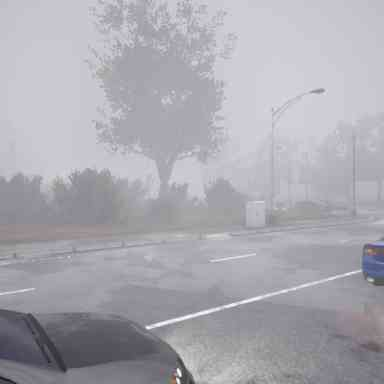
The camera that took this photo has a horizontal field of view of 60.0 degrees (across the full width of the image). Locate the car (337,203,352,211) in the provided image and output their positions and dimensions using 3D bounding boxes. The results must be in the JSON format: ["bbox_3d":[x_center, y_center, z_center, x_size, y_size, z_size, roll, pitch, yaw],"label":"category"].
[{"bbox_3d":[16.534,1.601,39.921,1.895,1.301,4.718,0,0,-33],"label":"car"}]

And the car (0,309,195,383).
[{"bbox_3d":[-1.975,1.564,2.329,4.181,1.385,1.994,0,0,-36],"label":"car"}]

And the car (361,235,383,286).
[{"bbox_3d":[6.159,1.478,8.178,5.008,1.535,1.882,0,0,-36],"label":"car"}]

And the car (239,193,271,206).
[{"bbox_3d":[8.068,1.214,46.669,2.150,2.045,5.566,0,0,-33],"label":"car"}]

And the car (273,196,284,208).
[{"bbox_3d":[11.200,1.343,48.256,2.097,1.767,4.553,0,0,-33],"label":"car"}]

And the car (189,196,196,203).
[{"bbox_3d":[-0.210,1.462,59.254,1.812,1.442,4.674,0,1,-34],"label":"car"}]

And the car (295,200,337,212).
[{"bbox_3d":[13.730,1.564,37.756,1.994,1.385,4.181,0,0,-31],"label":"car"}]
